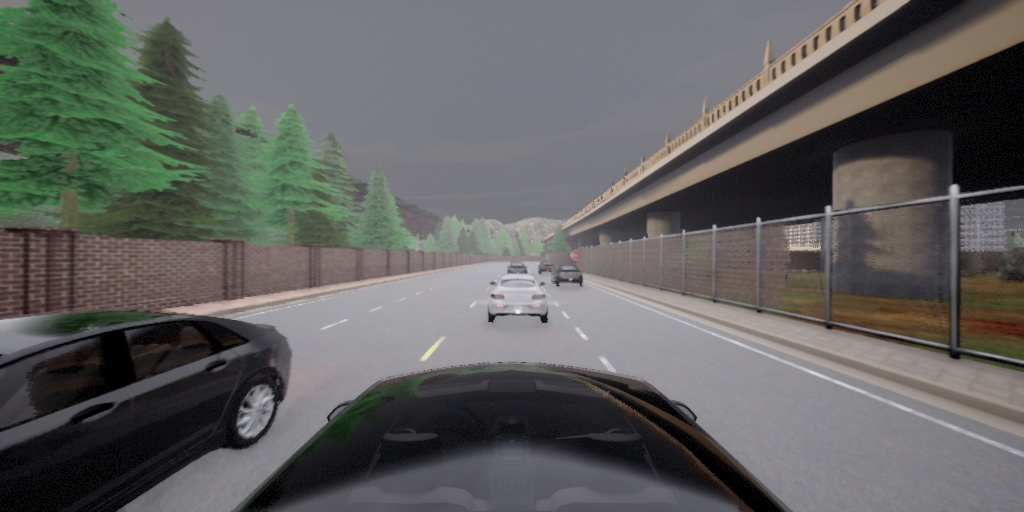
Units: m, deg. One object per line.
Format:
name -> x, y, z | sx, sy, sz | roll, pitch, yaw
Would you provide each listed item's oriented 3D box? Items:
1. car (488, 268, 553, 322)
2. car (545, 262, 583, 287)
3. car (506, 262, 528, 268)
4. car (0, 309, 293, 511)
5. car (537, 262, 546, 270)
car -> 0.193, 1.310, 12.332 | 1.812, 1.442, 4.674 | 0, 0, 1
car -> 3.874, 1.342, 25.826 | 2.128, 1.511, 4.902 | 0, 0, 1
car -> 0.484, 1.347, 34.578 | 2.128, 1.511, 4.902 | 0, 0, 1
car -> -3.605, 1.234, 2.402 | 1.837, 1.490, 4.892 | 0, 0, 1
car -> 4.097, 1.412, 43.452 | 1.837, 1.490, 4.892 | 0, 0, 1
